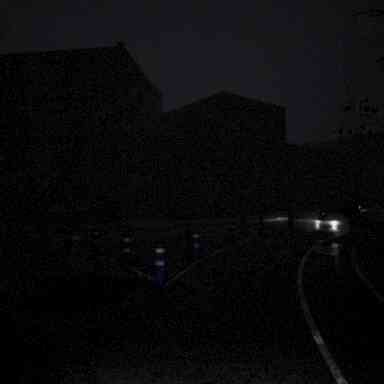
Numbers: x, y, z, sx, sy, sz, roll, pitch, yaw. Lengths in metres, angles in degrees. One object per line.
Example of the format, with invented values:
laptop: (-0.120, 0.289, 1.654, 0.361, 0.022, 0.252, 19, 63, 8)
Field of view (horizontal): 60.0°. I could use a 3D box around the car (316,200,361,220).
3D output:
car: (12.688, 1.496, 28.683, 4.892, 1.490, 1.837, -1, 0, -37)
